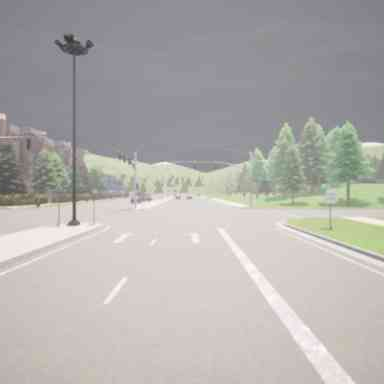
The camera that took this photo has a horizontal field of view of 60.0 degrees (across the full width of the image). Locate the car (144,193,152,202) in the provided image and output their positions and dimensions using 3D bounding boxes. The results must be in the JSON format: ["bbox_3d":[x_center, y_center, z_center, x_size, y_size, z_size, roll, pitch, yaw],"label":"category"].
[{"bbox_3d":[-12.029,1.401,85.149,2.150,2.045,5.566,0,0,-1],"label":"car"}]

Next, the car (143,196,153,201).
[{"bbox_3d":[-12.138,1.731,92.222,2.033,1.411,5.357,0,0,-1],"label":"car"}]

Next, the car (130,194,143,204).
[{"bbox_3d":[-11.796,1.698,69.906,1.994,1.385,4.181,0,0,-1],"label":"car"}]
